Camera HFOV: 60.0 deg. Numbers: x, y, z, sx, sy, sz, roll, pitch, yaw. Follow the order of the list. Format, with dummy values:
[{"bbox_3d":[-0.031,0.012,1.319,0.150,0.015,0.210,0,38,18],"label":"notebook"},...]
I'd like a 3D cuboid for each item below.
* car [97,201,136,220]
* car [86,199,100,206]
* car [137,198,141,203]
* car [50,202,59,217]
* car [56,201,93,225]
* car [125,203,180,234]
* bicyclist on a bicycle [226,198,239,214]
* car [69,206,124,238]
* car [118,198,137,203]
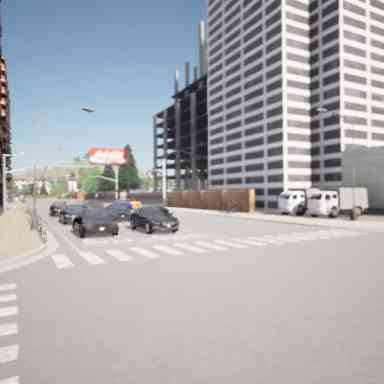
[{"bbox_3d":[-6.420,1.773,28.350,1.994,1.385,4.181,-1,0,-27],"label":"car"},{"bbox_3d":[-11.050,1.643,37.418,2.097,1.767,4.553,-1,0,-27],"label":"car"},{"bbox_3d":[-8.944,1.658,48.824,2.097,1.767,4.553,-1,0,-27],"label":"car"},{"bbox_3d":[-14.236,1.814,35.971,2.128,1.511,4.902,-1,0,-27],"label":"car"},{"bbox_3d":[-9.521,1.764,26.745,1.812,1.442,4.674,-1,0,-27],"label":"car"},{"bbox_3d":[-2.367,1.641,20.420,1.837,1.490,4.892,-1,0,-27],"label":"car"},{"bbox_3d":[4.142,1.409,33.991,1.656,1.620,0.582,-1,0,-27],"label":"bicyclist on a bicycle"},{"bbox_3d":[-5.546,1.731,18.952,1.994,1.385,4.181,-1,0,-27],"label":"car"},{"bbox_3d":[-8.739,1.755,40.970,1.882,1.535,5.008,-1,0,-27],"label":"car"}]
